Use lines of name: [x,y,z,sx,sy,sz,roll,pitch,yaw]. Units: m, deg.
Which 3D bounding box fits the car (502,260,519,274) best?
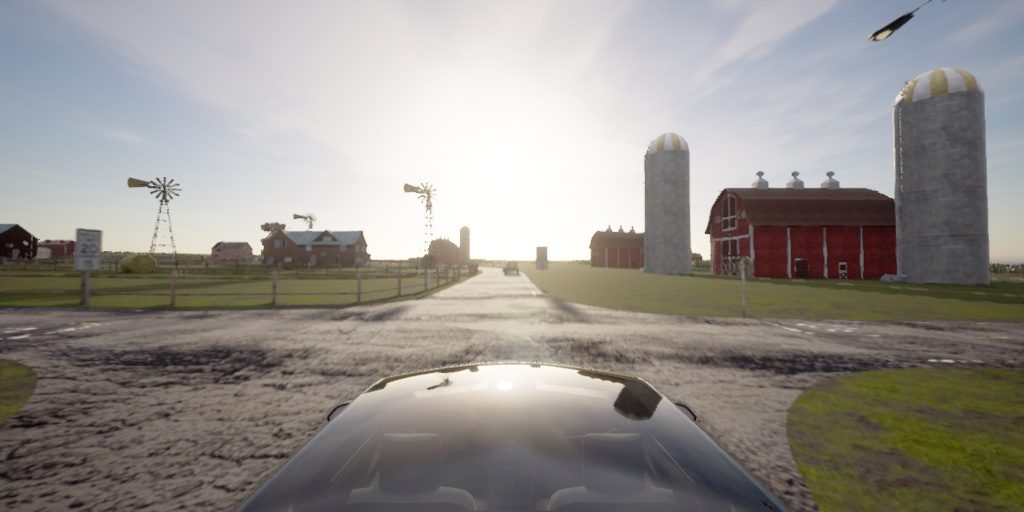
car: [-0.067,1.718,55.817,2.150,2.045,5.566,0,-1,-2]
